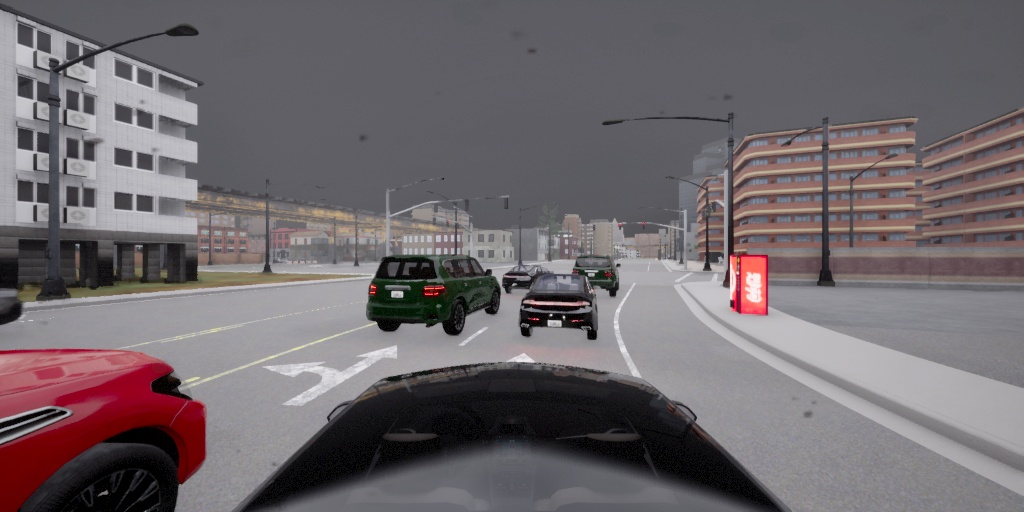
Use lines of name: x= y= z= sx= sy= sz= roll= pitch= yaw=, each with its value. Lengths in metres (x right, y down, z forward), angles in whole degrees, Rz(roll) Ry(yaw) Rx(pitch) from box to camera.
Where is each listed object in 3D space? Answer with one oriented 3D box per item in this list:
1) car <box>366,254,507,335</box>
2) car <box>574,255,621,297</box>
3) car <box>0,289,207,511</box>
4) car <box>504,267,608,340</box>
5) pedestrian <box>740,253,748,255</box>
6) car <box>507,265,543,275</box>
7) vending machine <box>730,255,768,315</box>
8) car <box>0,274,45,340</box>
car: x=-1.988 y=0.971 z=10.814 sx=2.150 sy=2.045 sz=5.566 roll=0 pitch=0 yaw=14
car: x=4.572 y=0.971 z=19.341 sx=2.150 sy=2.045 sz=5.566 roll=0 pitch=0 yaw=19
car: x=-3.264 y=0.972 z=0.223 sx=2.150 sy=2.045 sz=5.566 roll=0 pitch=0 yaw=-2
car: x=1.444 y=1.241 z=10.101 sx=2.128 sy=1.511 sz=4.902 roll=0 pitch=0 yaw=12
pedestrian: x=8.055 y=0.795 z=12.467 sx=0.375 sy=1.860 sz=0.375 roll=0 pitch=0 yaw=21
car: x=1.124 y=1.241 z=20.177 sx=2.128 sy=1.511 sz=4.902 roll=0 pitch=0 yaw=24
vending machine: x=7.821 y=0.945 z=11.848 sx=1.100 sy=2.100 sz=0.880 roll=0 pitch=0 yaw=20
car: x=-13.520 y=1.241 z=7.026 sx=2.128 sy=1.511 sz=4.902 roll=0 pitch=0 yaw=8
